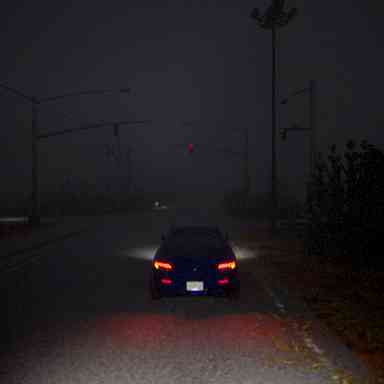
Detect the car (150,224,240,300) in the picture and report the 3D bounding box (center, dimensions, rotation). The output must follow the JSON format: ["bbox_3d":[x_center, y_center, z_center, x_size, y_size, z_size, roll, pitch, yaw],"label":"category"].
[{"bbox_3d":[0.074,1.529,8.289,1.812,1.442,4.674,0,0,1],"label":"car"}]

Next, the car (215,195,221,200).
[{"bbox_3d":[6.612,1.490,80.782,1.895,1.301,4.718,0,-1,6],"label":"car"}]
